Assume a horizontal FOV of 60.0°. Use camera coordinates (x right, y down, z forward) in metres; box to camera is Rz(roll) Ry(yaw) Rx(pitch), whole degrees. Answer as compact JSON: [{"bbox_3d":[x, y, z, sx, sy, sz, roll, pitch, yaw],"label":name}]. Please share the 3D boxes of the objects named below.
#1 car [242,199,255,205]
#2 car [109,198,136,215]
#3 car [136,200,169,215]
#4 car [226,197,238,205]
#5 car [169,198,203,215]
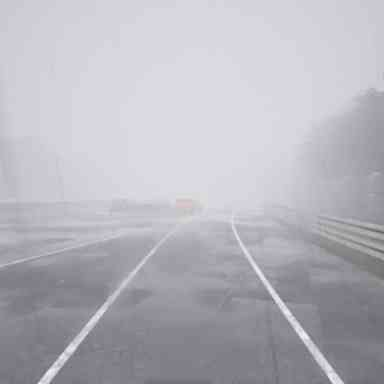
[{"bbox_3d":[13.269,2.431,80.475,2.128,1.511,4.902,0,-1,16],"label":"car"},{"bbox_3d":[-7.096,1.477,36.146,2.097,1.767,4.553,-1,0,16],"label":"car"},{"bbox_3d":[-3.737,1.556,35.208,1.882,1.535,5.008,-1,-1,16],"label":"car"},{"bbox_3d":[10.477,2.465,83.387,1.812,1.442,4.674,0,-1,16],"label":"car"},{"bbox_3d":[-0.370,1.401,34.170,2.097,1.767,4.553,0,-1,16],"label":"car"}]
